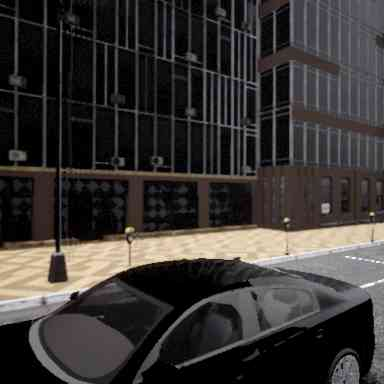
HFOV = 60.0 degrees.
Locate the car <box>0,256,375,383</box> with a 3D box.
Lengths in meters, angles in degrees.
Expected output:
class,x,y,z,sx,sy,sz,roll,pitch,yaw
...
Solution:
class,x,y,z,sx,sy,sz,roll,pitch,yaw
car,-0.174,1.488,3.254,5.008,1.535,1.882,0,0,-35
